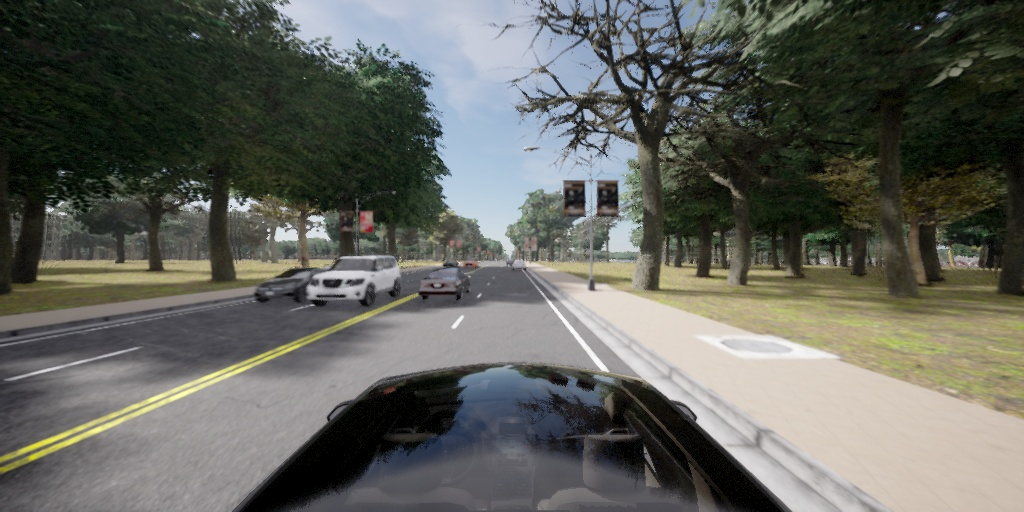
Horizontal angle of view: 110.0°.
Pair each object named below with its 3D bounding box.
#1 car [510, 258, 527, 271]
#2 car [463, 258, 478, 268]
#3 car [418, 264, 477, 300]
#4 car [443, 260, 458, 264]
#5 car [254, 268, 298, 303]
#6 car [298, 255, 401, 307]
[{"bbox_3d":[1.020,1.256,49.454,1.812,1.442,4.674,0,0,0],"label":"car"},{"bbox_3d":[-6.695,1.072,58.316,2.097,1.767,4.553,0,0,0],"label":"car"},{"bbox_3d":[-3.167,1.298,17.698,2.033,1.411,5.357,0,0,0],"label":"car"},{"bbox_3d":[-9.937,1.321,58.092,1.895,1.301,4.718,0,0,0],"label":"car"},{"bbox_3d":[-9.865,1.276,16.928,1.812,1.442,4.674,0,0,0],"label":"car"},{"bbox_3d":[-6.613,0.972,15.830,2.150,2.045,5.566,0,0,0],"label":"car"}]
